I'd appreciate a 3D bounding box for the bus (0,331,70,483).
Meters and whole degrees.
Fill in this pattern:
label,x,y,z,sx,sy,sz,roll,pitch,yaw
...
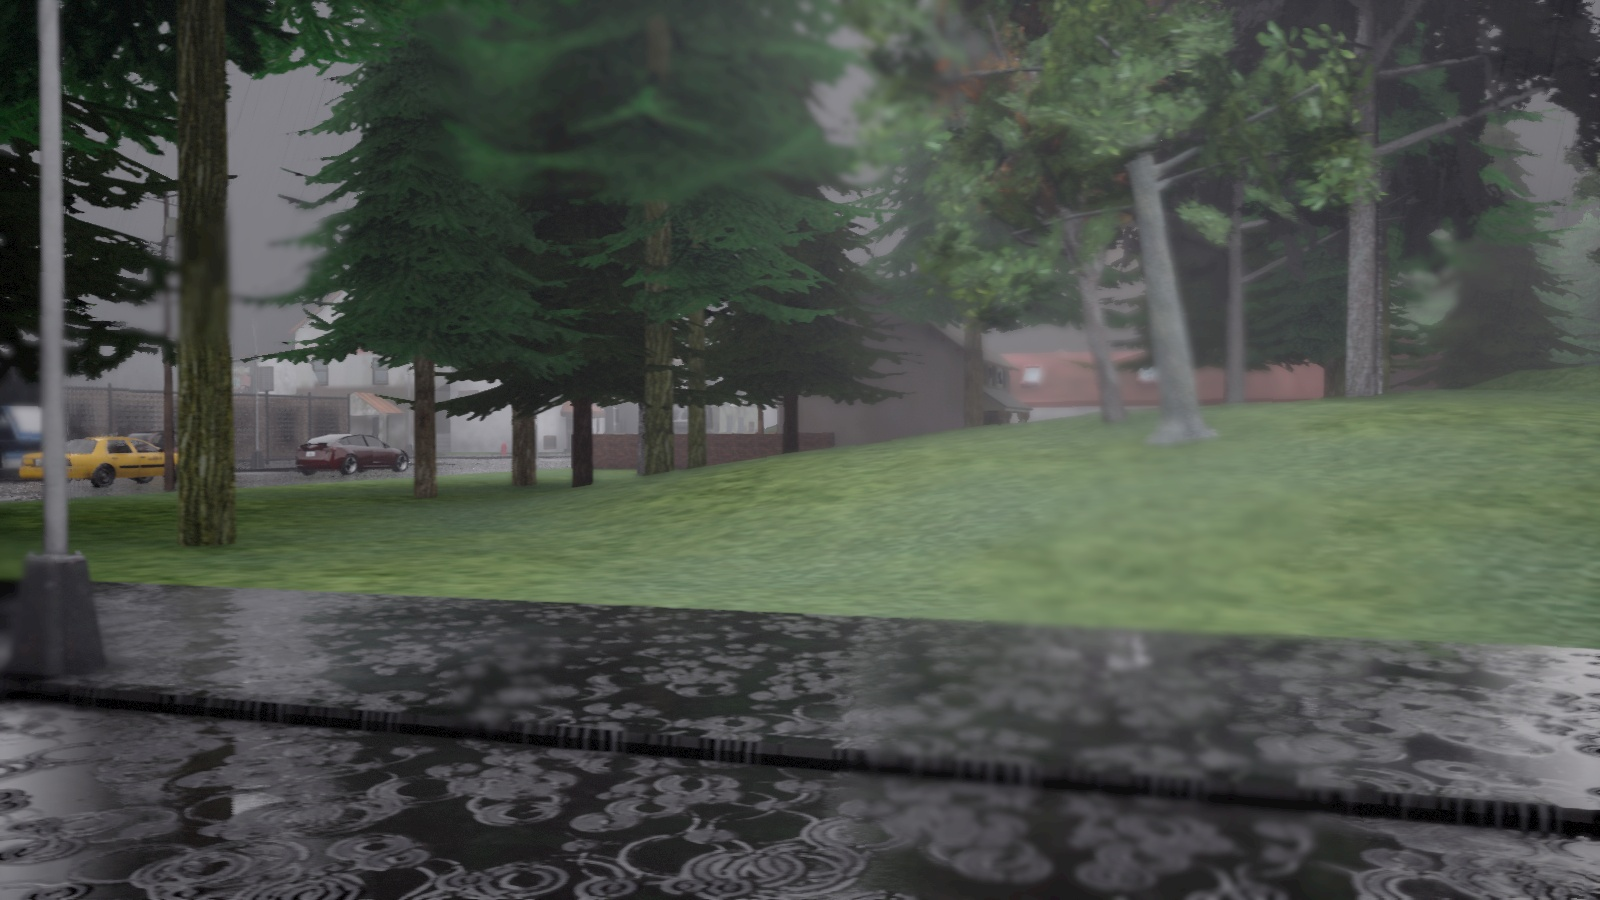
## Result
label,x,y,z,sx,sy,sz,roll,pitch,yaw
bus,-25.169,-1.186,33.076,3.944,4.253,10.273,1,1,17

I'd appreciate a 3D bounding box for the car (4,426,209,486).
label,x,y,z,sx,sy,sz,roll,pitch,yaw
car,-19.832,0.105,36.238,1.801,1.575,5.366,1,1,19

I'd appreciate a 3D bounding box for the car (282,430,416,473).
label,x,y,z,sx,sy,sz,roll,pitch,yaw
car,-16.486,0.014,46.182,2.163,1.488,4.792,1,1,18

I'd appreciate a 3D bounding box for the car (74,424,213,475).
label,x,y,z,sx,sy,sz,roll,pitch,yaw
car,-22.020,-0.047,42.298,1.851,1.617,3.988,1,1,18

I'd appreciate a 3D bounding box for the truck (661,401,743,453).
label,x,y,z,sx,sy,sz,roll,pitch,yaw
truck,-6.732,-1.598,87.779,2.891,3.462,7.936,1,1,18
